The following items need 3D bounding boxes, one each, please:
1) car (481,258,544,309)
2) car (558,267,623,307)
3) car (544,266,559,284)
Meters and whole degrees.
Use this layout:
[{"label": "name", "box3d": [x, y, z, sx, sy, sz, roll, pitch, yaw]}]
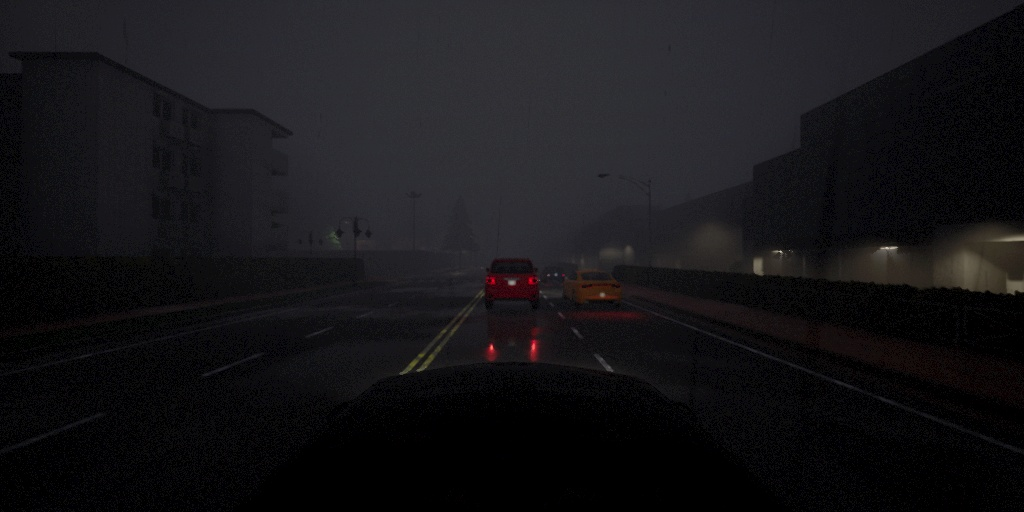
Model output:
[{"label": "car", "box3d": [0.001, 1.103, 15.873, 2.150, 2.045, 5.566, 0, 0, 0]}, {"label": "car", "box3d": [3.505, 1.368, 16.333, 1.882, 1.535, 5.008, 0, 0, 0]}, {"label": "car", "box3d": [3.514, 1.578, 30.841, 2.033, 1.411, 5.357, 0, -1, 1]}]
